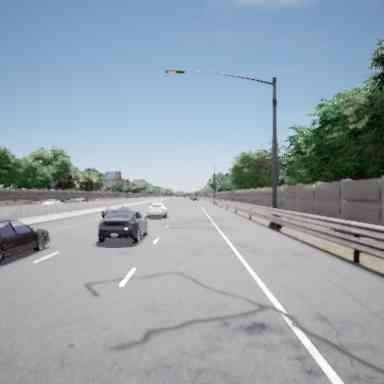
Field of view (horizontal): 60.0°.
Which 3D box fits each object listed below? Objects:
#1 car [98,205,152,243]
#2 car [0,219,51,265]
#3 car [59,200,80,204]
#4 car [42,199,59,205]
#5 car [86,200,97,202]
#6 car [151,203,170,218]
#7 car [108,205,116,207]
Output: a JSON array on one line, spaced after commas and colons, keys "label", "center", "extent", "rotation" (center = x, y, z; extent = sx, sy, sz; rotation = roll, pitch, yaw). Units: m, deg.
[{"label": "car", "center": [-3.410, 1.659, 17.022], "extent": [1.837, 1.490, 4.892], "rotation": [0, -1, 0]}, {"label": "car", "center": [-6.907, 1.654, 11.655], "extent": [2.033, 1.411, 5.357], "rotation": [0, 0, 0]}, {"label": "car", "center": [-21.069, 2.059, 58.205], "extent": [1.994, 1.385, 4.181], "rotation": [0, 0, 1]}, {"label": "car", "center": [-24.558, 2.021, 58.155], "extent": [1.812, 1.442, 4.674], "rotation": [0, 0, 1]}, {"label": "car", "center": [-17.573, 2.063, 58.636], "extent": [1.994, 1.385, 4.181], "rotation": [0, 0, 1]}, {"label": "car", "center": [-3.417, 1.822, 33.642], "extent": [1.812, 1.442, 4.674], "rotation": [0, 0, 0]}, {"label": "car", "center": [-6.916, 1.874, 30.959], "extent": [1.895, 1.301, 4.718], "rotation": [0, 0, 0]}]
